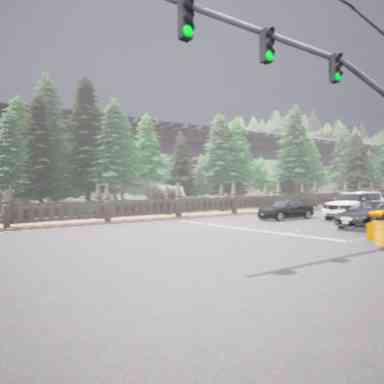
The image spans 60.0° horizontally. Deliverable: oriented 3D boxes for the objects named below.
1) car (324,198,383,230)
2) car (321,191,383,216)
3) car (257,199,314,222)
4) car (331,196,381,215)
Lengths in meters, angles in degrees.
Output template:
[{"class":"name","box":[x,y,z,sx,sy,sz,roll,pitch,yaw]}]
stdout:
[{"class":"car","box":[10.030,1.295,18.709,4.902,1.511,2.128,-1,0,-34]},{"class":"car","box":[11.782,0.986,24.069,5.566,2.045,2.150,-1,0,-34]},{"class":"car","box":[7.098,1.308,25.164,5.008,1.535,1.882,-1,0,-33]},{"class":"car","box":[15.011,1.207,30.407,4.892,1.490,1.837,-1,0,-33]}]
